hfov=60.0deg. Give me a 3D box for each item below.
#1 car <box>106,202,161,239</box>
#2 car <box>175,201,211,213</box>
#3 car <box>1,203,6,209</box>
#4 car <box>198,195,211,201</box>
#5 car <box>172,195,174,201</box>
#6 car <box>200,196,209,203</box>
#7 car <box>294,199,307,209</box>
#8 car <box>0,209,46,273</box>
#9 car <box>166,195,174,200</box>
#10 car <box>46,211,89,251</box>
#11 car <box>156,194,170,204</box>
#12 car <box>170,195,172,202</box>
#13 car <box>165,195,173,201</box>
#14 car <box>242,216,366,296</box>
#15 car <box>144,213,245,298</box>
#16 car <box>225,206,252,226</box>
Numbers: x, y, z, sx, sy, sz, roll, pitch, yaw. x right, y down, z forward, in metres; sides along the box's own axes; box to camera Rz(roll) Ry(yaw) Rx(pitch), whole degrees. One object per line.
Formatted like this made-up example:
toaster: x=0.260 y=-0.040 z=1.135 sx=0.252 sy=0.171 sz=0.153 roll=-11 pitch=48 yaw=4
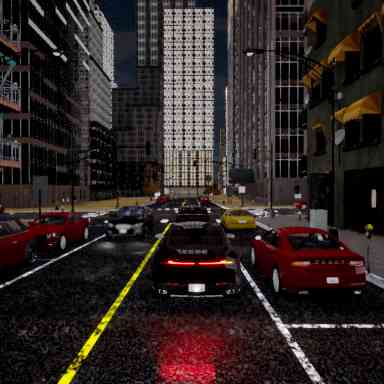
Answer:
car: x=-3.072 y=1.489 z=17.330 sx=2.128 sy=1.511 sz=4.902 roll=0 pitch=0 yaw=0
car: x=0.063 y=1.475 z=18.751 sx=1.882 sy=1.535 sz=5.008 roll=0 pitch=0 yaw=0
car: x=-23.916 y=1.745 z=38.348 sx=4.097 sy=1.590 sz=1.967 roll=-1 pitch=1 yaw=-1
car: x=2.567 y=1.436 z=63.121 sx=1.967 sy=1.590 sz=4.097 roll=-1 pitch=0 yaw=0
car: x=-5.834 y=1.312 z=74.227 sx=2.192 sy=1.841 sz=5.009 roll=-1 pitch=0 yaw=0
car: x=2.558 y=1.522 z=68.851 sx=1.752 sy=1.417 sz=4.829 roll=-1 pitch=0 yaw=0
car: x=14.182 y=1.255 z=38.741 sx=4.507 sy=1.381 sz=1.887 roll=-1 pitch=1 yaw=-1
car: x=-5.715 y=1.439 z=8.547 sx=1.967 sy=1.590 sz=4.097 roll=-1 pitch=0 yaw=0
car: x=-5.862 y=1.542 z=90.904 sx=1.887 sy=1.381 sz=4.507 roll=-1 pitch=0 yaw=0
car: x=-5.724 y=1.543 z=14.071 sx=1.887 sy=1.381 sz=4.507 roll=-1 pitch=0 yaw=0
car: x=-5.812 y=1.541 z=63.107 sx=1.887 sy=1.381 sz=4.507 roll=-1 pitch=0 yaw=0
car: x=-5.824 y=1.311 z=68.667 sx=2.192 sy=1.841 sz=5.009 roll=-1 pitch=0 yaw=0
car: x=-5.852 y=1.523 z=85.175 sx=1.752 sy=1.417 sz=4.829 roll=-1 pitch=0 yaw=0
car: x=2.667 y=1.543 z=8.548 sx=1.887 sy=1.381 sz=4.507 roll=-1 pitch=0 yaw=0
car: x=0.083 y=1.503 z=8.478 sx=1.837 sy=1.490 sz=4.892 roll=0 pitch=0 yaw=0
car: x=2.646 y=1.522 z=19.765 sx=1.752 sy=1.417 sz=4.829 roll=-1 pitch=0 yaw=0
